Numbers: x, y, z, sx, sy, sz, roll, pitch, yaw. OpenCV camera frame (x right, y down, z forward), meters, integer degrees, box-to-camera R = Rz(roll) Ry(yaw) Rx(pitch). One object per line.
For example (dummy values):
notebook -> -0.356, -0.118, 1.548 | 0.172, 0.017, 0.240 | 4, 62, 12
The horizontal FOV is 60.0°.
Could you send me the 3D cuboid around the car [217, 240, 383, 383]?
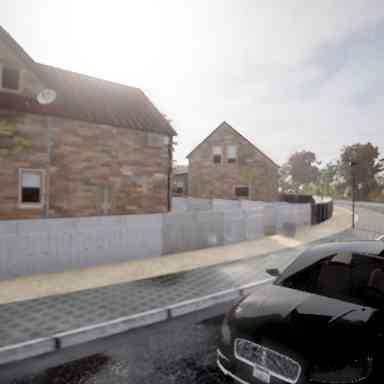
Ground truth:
car -> 2.416, 1.542, 4.873 | 4.892, 1.490, 1.837 | 1, 0, -44
